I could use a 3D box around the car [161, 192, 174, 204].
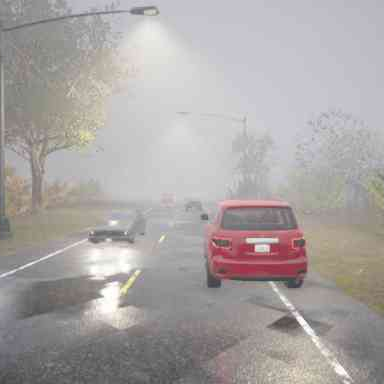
[{"bbox_3d":[-4.403,1.086,59.736,2.150,2.045,5.566,0,0,-3],"label":"car"}]

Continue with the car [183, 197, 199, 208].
[{"bbox_3d":[-0.213,1.445,48.945,2.033,1.411,5.357,0,0,-2],"label":"car"}]

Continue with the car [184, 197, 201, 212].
[{"bbox_3d":[0.172,1.432,38.591,1.837,1.490,4.892,0,0,-2],"label":"car"}]

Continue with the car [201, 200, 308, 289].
[{"bbox_3d":[1.455,1.215,9.324,2.150,2.045,5.566,0,0,1],"label":"car"}]

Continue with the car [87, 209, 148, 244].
[{"bbox_3d":[-3.296,1.530,15.880,2.033,1.411,5.357,0,0,1],"label":"car"}]

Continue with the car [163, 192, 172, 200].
[{"bbox_3d":[-6.176,0.969,83.135,2.150,2.045,5.566,0,0,-6],"label":"car"}]
